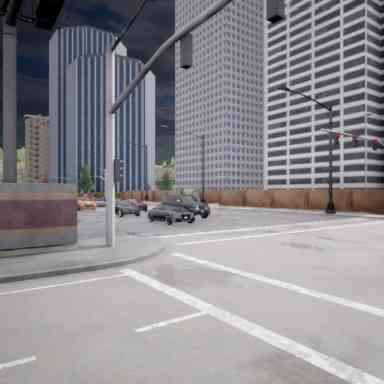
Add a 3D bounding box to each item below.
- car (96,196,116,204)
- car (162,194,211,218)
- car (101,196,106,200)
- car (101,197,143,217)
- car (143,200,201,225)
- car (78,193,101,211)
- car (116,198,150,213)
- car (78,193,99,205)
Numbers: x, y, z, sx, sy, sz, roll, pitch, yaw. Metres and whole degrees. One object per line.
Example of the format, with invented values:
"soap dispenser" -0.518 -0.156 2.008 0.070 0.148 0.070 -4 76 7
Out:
"car" -16.667 1.547 64.169 2.033 1.411 5.357 0 0 -34
"car" -0.715 1.221 29.123 2.150 2.045 5.566 0 0 -35
"car" -13.372 1.600 47.092 1.895 1.301 4.718 0 0 -35
"car" -6.541 1.505 31.303 1.837 1.490 4.892 0 0 -35
"car" -1.563 1.564 24.257 1.994 1.385 4.181 0 0 -35
"car" -13.345 1.352 40.959 2.097 1.767 4.553 0 0 -35
"car" -6.770 1.478 37.700 1.882 1.535 5.008 0 0 -35
"car" -19.256 1.222 61.786 2.150 2.045 5.566 0 0 -35
